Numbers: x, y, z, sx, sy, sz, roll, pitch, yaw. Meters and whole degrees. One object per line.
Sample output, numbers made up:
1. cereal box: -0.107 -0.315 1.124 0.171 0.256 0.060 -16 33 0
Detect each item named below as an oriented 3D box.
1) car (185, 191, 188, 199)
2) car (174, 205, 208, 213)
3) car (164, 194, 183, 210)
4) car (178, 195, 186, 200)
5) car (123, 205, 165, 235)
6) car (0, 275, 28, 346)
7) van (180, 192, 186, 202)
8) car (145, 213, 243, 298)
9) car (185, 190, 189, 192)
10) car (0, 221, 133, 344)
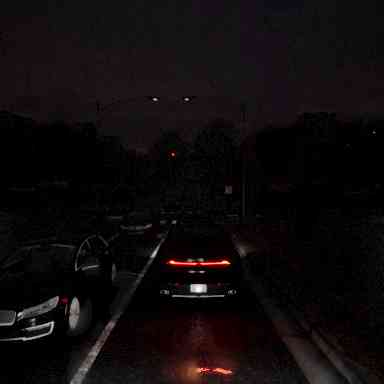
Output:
1. car: -2.557 1.318 71.886 2.192 1.841 5.009 -1 0 0
2. car: 0.157 1.604 18.597 1.895 1.301 4.718 0 0 1
3. car: -2.599 1.490 44.187 1.967 1.590 4.097 -2 0 0
4. car: -2.523 1.443 88.507 2.008 1.369 4.403 -1 0 0
5. car: -2.633 1.584 17.410 1.802 1.307 4.206 -2 0 0
6. car: -2.657 1.550 1.066 2.008 1.369 4.403 -2 0 0
7. van: -2.564 1.369 66.343 1.690 1.788 3.998 -1 0 0
8. car: 0.116 1.503 8.466 1.837 1.490 4.892 0 0 0
9. car: -2.517 1.146 94.056 2.192 1.841 5.009 -1 1 0
10. car: -2.650 1.549 6.515 2.008 1.369 4.403 -2 0 0
